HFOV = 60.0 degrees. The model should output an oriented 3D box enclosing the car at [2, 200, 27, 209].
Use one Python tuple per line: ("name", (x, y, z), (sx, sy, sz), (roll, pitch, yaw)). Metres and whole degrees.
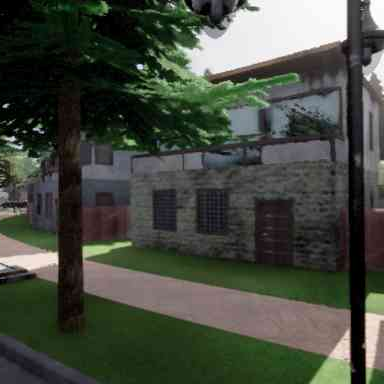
("car", (-30.548, 2.133, 57.528), (1.882, 1.535, 5.008), (-1, 0, 7))
